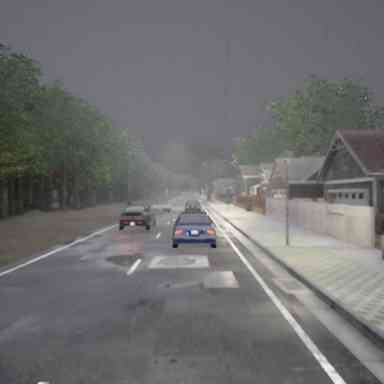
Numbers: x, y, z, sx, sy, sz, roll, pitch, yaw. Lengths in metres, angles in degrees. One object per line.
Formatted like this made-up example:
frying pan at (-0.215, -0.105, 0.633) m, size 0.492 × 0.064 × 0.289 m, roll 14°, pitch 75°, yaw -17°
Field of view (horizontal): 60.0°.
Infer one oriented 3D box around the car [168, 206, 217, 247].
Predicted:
car at (0.099, 1.581, 15.064) m, size 2.033 × 1.411 × 5.357 m, roll 0°, pitch 0°, yaw 0°

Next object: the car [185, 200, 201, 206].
car at (0.096, 1.612, 37.954) m, size 2.033 × 1.411 × 5.357 m, roll 0°, pitch 0°, yaw 0°

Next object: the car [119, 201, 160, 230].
car at (-3.402, 1.550, 21.390) m, size 1.837 × 1.490 × 4.892 m, roll 0°, pitch 0°, yaw 0°

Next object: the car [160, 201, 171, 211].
car at (-3.405, 1.666, 38.800) m, size 1.895 × 1.301 × 4.718 m, roll 0°, pitch 0°, yaw 0°
